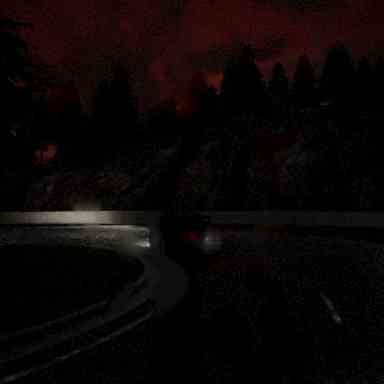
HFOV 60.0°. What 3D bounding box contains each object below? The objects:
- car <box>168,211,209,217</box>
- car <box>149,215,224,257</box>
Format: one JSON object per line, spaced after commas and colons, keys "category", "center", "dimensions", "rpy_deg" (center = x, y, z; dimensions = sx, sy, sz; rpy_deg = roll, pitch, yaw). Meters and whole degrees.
{"category": "car", "center": [-0.902, 2.174, 24.497], "dimensions": [4.902, 1.511, 2.128], "rpy_deg": [-1, -2, 29]}
{"category": "car", "center": [-0.357, 1.987, 15.135], "dimensions": [1.994, 1.385, 4.181], "rpy_deg": [1, -2, -30]}
